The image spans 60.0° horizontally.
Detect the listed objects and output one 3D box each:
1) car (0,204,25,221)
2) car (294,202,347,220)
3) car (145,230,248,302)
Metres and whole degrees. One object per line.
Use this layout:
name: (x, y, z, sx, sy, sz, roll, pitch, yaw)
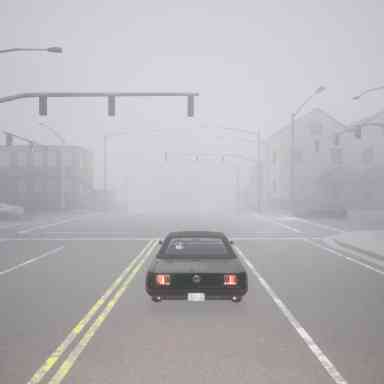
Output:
car: (-16.509, 1.739, 27.807, 4.674, 1.442, 1.812, -5, 0, -1)
car: (10.815, 1.564, 28.092, 4.181, 1.385, 1.994, 0, 0, -1)
car: (0.102, 1.601, 8.199, 1.895, 1.301, 4.718, 0, 0, 0)
